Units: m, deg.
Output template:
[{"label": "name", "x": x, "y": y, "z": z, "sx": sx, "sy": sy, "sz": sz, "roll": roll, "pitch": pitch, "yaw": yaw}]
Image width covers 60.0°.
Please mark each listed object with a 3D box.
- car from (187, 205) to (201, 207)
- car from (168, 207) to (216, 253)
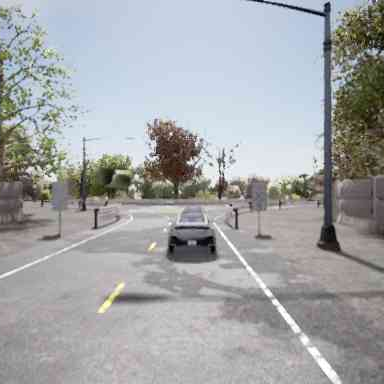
[{"label": "car", "x": 0.205, "y": 1.838, "z": 29.128, "sx": 1.994, "sy": 1.385, "sz": 4.181, "roll": 0, "pitch": -1, "yaw": 5}, {"label": "car", "x": 0.008, "y": 1.628, "z": 14.312, "sx": 2.128, "sy": 1.511, "sz": 4.902, "roll": 0, "pitch": 0, "yaw": 0}]
